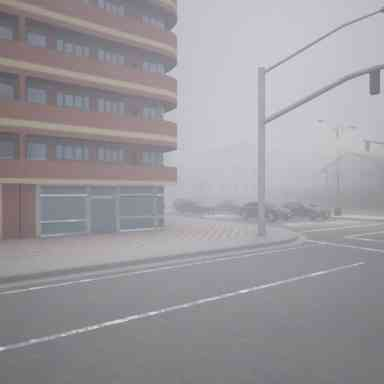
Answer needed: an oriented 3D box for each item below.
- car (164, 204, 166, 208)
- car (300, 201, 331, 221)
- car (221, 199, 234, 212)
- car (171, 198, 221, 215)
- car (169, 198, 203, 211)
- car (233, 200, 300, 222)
[{"bbox_3d":[-5.392,1.547,43.038,2.033,1.411,5.357,0,0,-34],"label":"car"},{"bbox_3d":[9.279,1.526,27.914,1.812,1.442,4.674,0,0,-34],"label":"car"},{"bbox_3d":[4.344,1.526,35.085,1.812,1.442,4.674,0,0,-34],"label":"car"},{"bbox_3d":[0.321,1.545,34.738,2.033,1.411,5.357,0,0,-34],"label":"car"},{"bbox_3d":[-0.839,1.505,42.595,1.837,1.490,4.892,0,0,-35],"label":"car"},{"bbox_3d":[5.844,1.505,26.709,1.837,1.490,4.892,0,0,-34],"label":"car"}]
